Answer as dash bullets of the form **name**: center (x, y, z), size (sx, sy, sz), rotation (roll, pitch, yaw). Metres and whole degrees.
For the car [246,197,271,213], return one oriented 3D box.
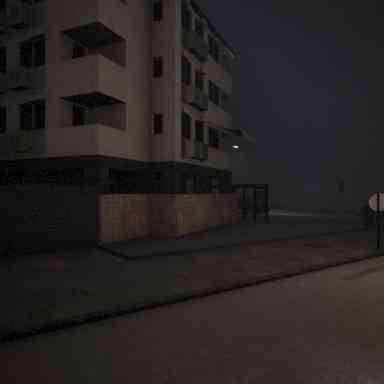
- **car**: center (6.522, 1.351, 36.716), size (2.097, 1.767, 4.553), rotation (0, 0, -35)

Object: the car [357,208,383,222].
- **car**: center (15.184, 1.547, 24.626), size (2.033, 1.411, 5.357), rotation (0, 0, -37)
